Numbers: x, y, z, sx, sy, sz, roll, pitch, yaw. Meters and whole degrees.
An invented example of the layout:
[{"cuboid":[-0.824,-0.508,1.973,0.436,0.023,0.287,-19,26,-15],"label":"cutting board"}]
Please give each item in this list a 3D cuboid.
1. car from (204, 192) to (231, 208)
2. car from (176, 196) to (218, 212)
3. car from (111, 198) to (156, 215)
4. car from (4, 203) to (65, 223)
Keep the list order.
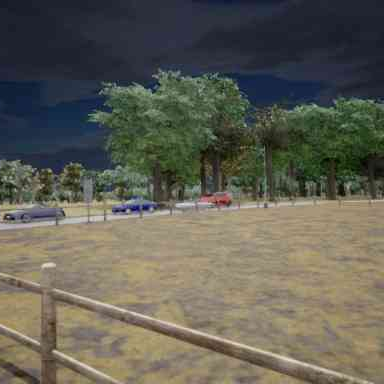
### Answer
[{"cuboid":[2.756,1.081,42.942,5.566,2.045,2.150,0,-1,-45],"label":"car"},{"cuboid":[0.538,1.433,36.417,1.895,1.301,4.718,-2,-1,41],"label":"car"},{"cuboid":[-5.760,1.427,33.334,1.882,1.535,5.008,-2,-1,39],"label":"car"},{"cuboid":[-11.812,1.565,25.186,1.994,1.385,4.181,-2,-1,36],"label":"car"}]
